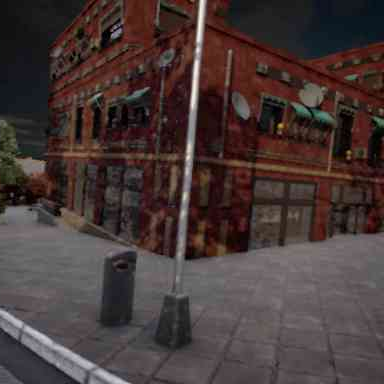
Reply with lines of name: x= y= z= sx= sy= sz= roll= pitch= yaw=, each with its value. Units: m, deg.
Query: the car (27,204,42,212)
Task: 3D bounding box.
car: x=-25.161 y=2.609 z=54.726 sx=1.895 sy=1.301 sz=4.718 roll=5 pitch=-2 yaw=-2
